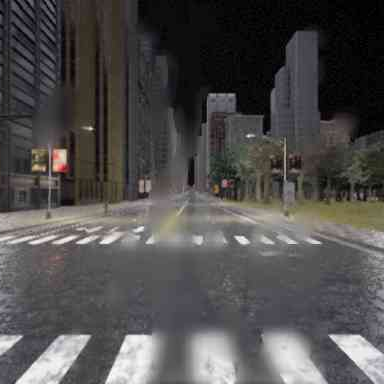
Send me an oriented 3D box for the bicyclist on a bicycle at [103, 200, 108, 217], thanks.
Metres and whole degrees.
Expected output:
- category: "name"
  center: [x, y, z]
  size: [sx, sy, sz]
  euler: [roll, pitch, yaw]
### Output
- category: "bicyclist on a bicycle"
  center: [-8.750, 1.678, 33.763]
  size: [0.582, 1.620, 1.656]
  euler: [0, 0, 0]
